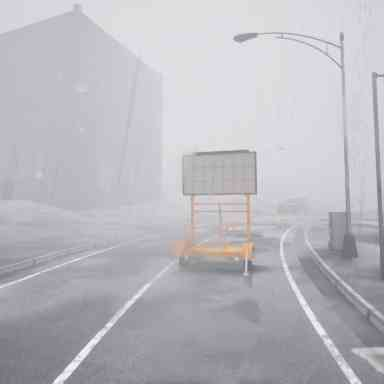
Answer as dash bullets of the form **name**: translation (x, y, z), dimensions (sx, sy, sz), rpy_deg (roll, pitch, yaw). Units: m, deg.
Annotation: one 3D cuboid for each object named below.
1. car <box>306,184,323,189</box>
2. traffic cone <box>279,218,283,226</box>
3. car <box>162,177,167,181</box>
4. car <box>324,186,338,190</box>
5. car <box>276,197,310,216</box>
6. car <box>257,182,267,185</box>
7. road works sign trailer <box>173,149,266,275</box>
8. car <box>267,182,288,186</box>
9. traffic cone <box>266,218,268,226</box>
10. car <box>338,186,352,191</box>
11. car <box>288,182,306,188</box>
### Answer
- **car**: translation (27.991, -1.066, 78.951), dimensions (4.792, 1.488, 2.163), rpy_deg (2, -5, -28)
- **traffic cone**: translation (6.103, 2.049, 22.734), dimensions (0.340, 0.580, 0.340), rpy_deg (-2, -1, 17)
- **car**: translation (-7.062, -2.466, 62.396), dimensions (4.553, 1.767, 2.185), rpy_deg (2, -5, -24)
- **car**: translation (32.788, -0.835, 81.672), dimensions (4.674, 1.452, 2.002), rpy_deg (3, -5, -30)
- **car**: translation (12.084, 1.689, 39.505), dimensions (2.150, 2.045, 5.566), rpy_deg (-4, -3, 42)
- **car**: translation (13.059, -1.678, 71.281), dimensions (4.674, 1.452, 2.002), rpy_deg (2, -5, -25)
- **road works sign trailer**: translation (0.920, 0.493, 10.681), dimensions (2.380, 3.560, 2.880), rpy_deg (-1, 0, 18)
- **car**: translation (18.047, -1.522, 73.707), dimensions (5.008, 1.535, 2.097), rpy_deg (2, -5, -26)
- **traffic cone**: translation (5.148, 2.080, 23.019), dimensions (0.340, 0.580, 0.340), rpy_deg (-2, -1, 17)
- **car**: translation (37.441, -0.646, 84.449), dimensions (4.892, 1.521, 2.231), rpy_deg (3, -5, -31)
- **car**: translation (22.960, -1.442, 76.234), dimensions (4.553, 1.767, 2.185), rpy_deg (2, -5, -27)
